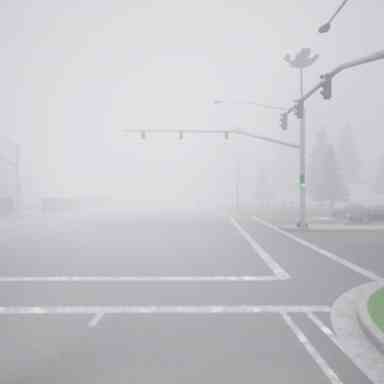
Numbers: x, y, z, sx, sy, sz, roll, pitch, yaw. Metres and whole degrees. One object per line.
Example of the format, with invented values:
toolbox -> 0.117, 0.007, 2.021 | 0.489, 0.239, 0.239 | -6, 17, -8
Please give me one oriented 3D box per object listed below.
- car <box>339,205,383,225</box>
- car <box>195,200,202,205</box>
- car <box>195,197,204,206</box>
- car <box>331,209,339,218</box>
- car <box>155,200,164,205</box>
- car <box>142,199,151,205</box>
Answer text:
car -> 15.046, 1.842, 26.931 | 4.902, 1.511, 2.128 | 0, -1, -1
car -> 1.807, 2.762, 89.989 | 1.895, 1.301, 4.718 | 0, -1, 0
car -> 1.748, 2.496, 74.925 | 1.812, 1.442, 4.674 | 0, -1, 0
car -> 16.425, 2.006, 33.947 | 4.181, 1.385, 1.994 | 0, -1, -1
car -> -8.696, 2.754, 89.414 | 1.895, 1.301, 4.718 | 0, -1, 0
car -> -12.196, 2.636, 89.379 | 1.882, 1.535, 5.008 | 0, -1, 0
